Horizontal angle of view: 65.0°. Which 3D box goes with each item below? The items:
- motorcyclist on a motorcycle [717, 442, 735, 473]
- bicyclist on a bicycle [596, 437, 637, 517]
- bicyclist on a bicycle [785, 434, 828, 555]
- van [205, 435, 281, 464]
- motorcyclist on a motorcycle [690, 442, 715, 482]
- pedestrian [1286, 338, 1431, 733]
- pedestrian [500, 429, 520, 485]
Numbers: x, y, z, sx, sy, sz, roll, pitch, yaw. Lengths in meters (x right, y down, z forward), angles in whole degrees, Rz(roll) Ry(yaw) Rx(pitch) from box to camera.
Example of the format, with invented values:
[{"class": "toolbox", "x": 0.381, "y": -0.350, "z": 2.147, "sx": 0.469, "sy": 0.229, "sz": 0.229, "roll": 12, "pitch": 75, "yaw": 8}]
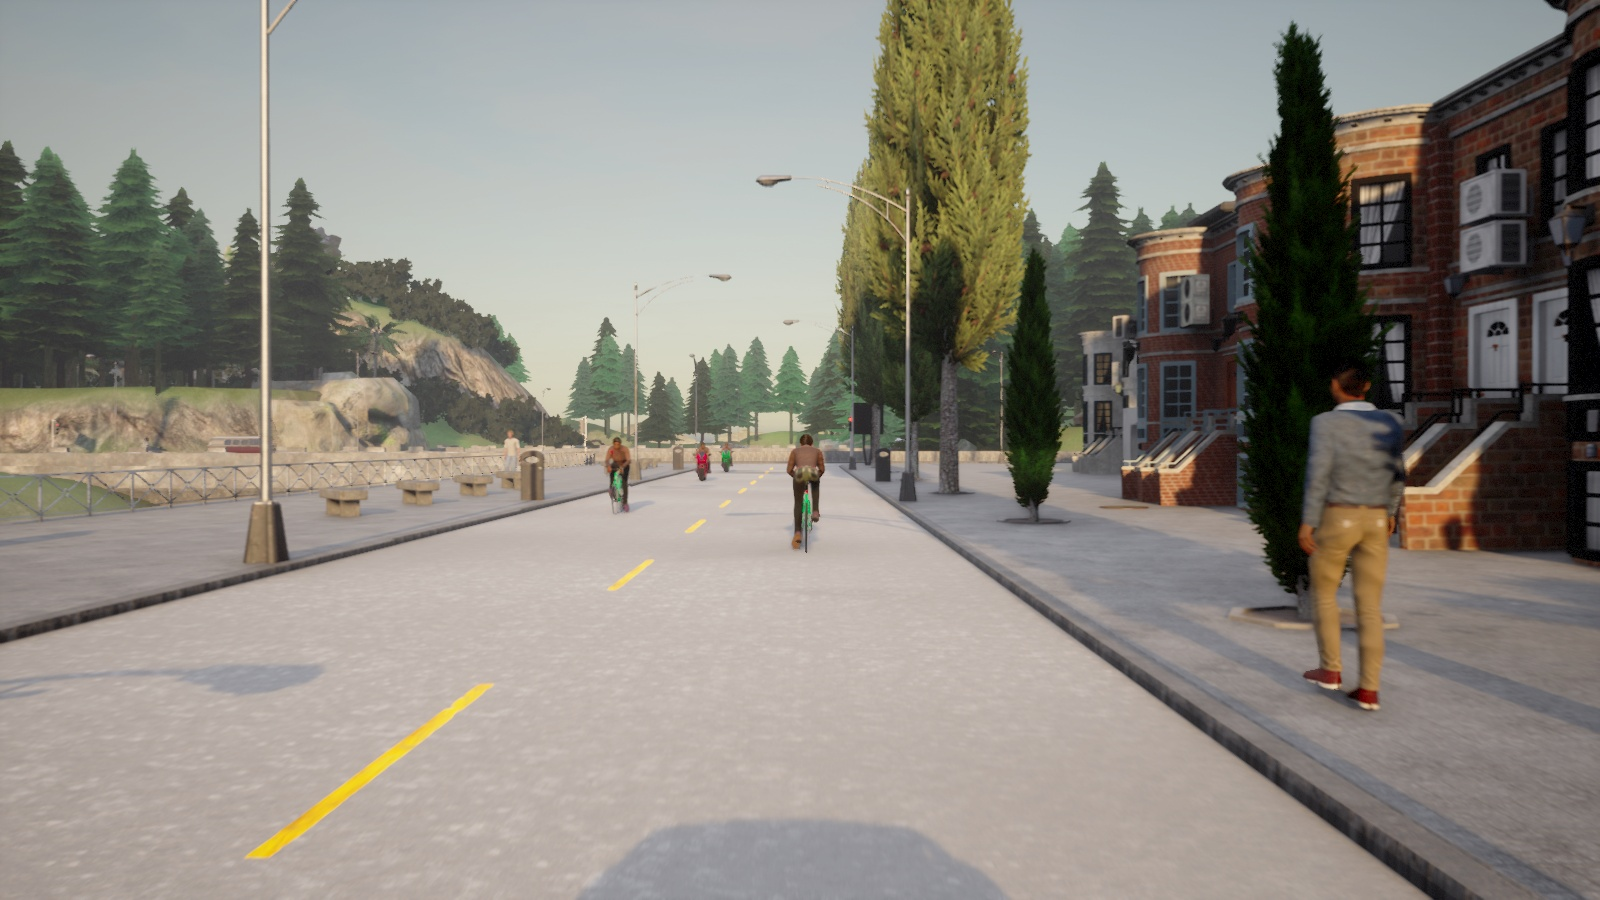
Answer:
[{"class": "motorcyclist on a motorcycle", "x": -3.686, "y": 0.372, "z": 62.890, "sx": 0.797, "sy": 1.523, "sz": 2.044, "roll": 0, "pitch": 0, "yaw": 0}, {"class": "bicyclist on a bicycle", "x": -3.829, "y": 0.548, "z": 26.299, "sx": 0.582, "sy": 1.620, "sz": 1.656, "roll": 0, "pitch": 1, "yaw": 1}, {"class": "bicyclist on a bicycle", "x": 0.093, "y": 0.600, "z": 17.632, "sx": 0.582, "sy": 1.620, "sz": 1.656, "roll": 0, "pitch": 0, "yaw": 0}, {"class": "van", "x": -38.237, "y": -0.016, "z": 86.287, "sx": 4.442, "sy": 1.987, "sz": 1.775, "roll": 0, "pitch": 0, "yaw": 0}, {"class": "motorcyclist on a motorcycle", "x": -3.756, "y": 0.453, "z": 48.535, "sx": 0.797, "sy": 1.523, "sz": 2.044, "roll": 0, "pitch": 0, "yaw": 0}, {"class": "pedestrian", "x": 2.907, "y": 0.419, "z": 6.586, "sx": 0.423, "sy": 1.949, "sz": 0.788, "roll": 0, "pitch": 0, "yaw": 2}, {"class": "pedestrian", "x": -9.578, "y": 0.215, "z": 41.486, "sx": 0.354, "sy": 1.836, "sz": 0.706, "roll": 0, "pitch": 0, "yaw": 14}]
